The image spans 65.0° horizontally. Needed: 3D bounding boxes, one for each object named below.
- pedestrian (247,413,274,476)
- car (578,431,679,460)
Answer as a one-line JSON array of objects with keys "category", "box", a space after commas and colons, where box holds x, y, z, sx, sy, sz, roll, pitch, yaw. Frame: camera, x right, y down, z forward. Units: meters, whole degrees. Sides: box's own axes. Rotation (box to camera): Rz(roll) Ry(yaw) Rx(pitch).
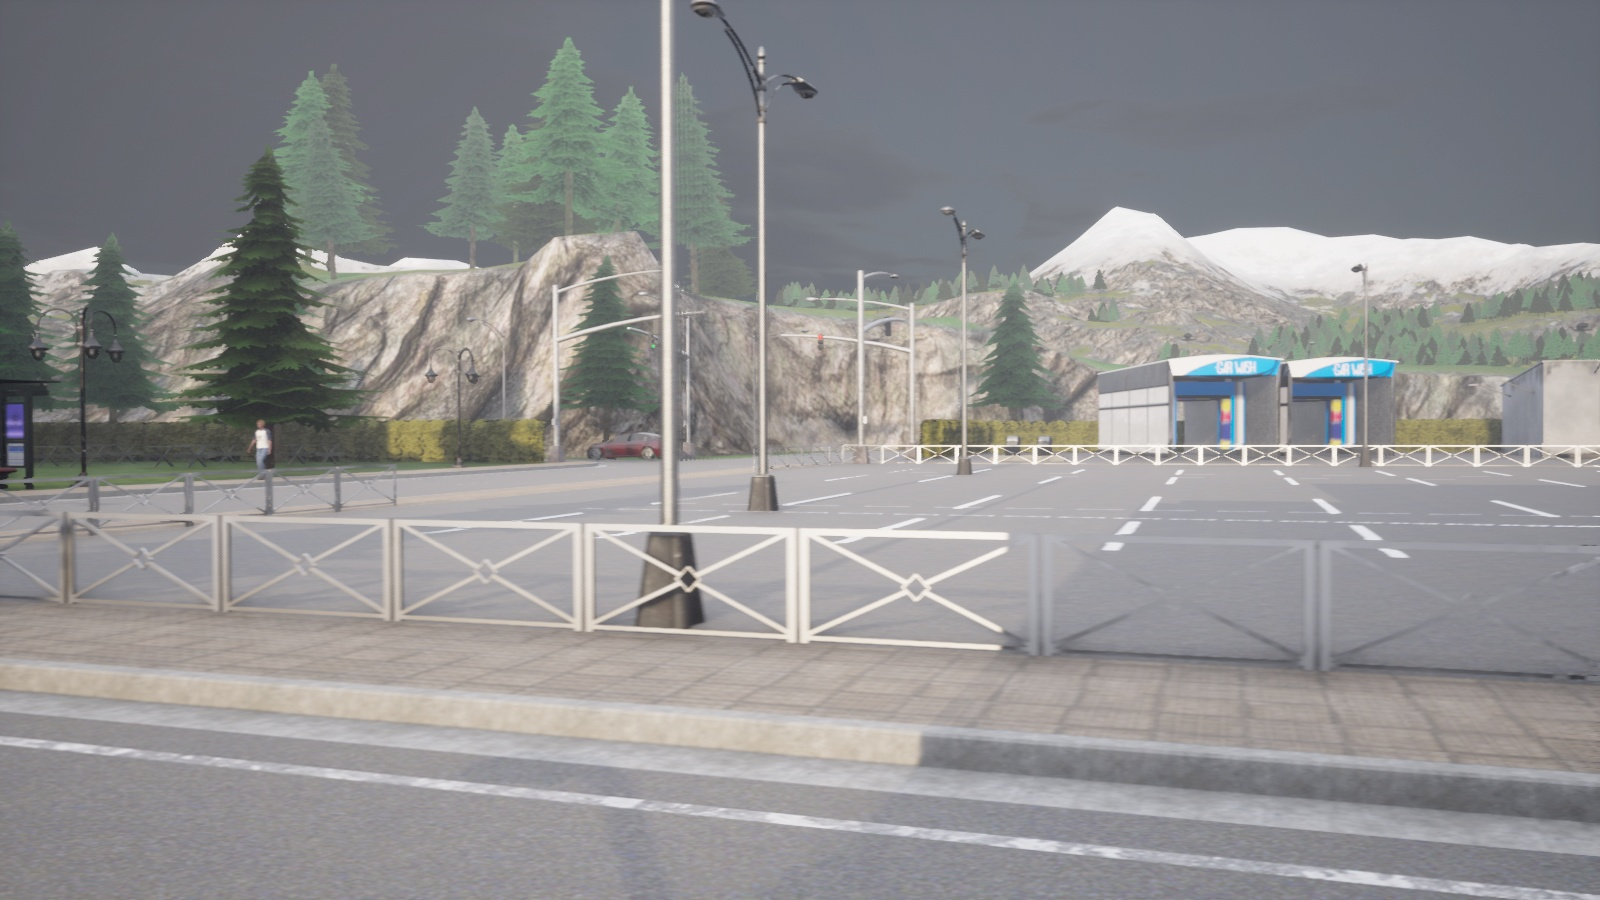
[{"category": "pedestrian", "box": [-15.957, -0.158, 37.156, 0.354, 1.836, 0.706, 0, 1, 16]}, {"category": "car", "box": [-8.973, -0.247, 65.873, 4.792, 1.488, 2.163, 1, 1, 19]}]
